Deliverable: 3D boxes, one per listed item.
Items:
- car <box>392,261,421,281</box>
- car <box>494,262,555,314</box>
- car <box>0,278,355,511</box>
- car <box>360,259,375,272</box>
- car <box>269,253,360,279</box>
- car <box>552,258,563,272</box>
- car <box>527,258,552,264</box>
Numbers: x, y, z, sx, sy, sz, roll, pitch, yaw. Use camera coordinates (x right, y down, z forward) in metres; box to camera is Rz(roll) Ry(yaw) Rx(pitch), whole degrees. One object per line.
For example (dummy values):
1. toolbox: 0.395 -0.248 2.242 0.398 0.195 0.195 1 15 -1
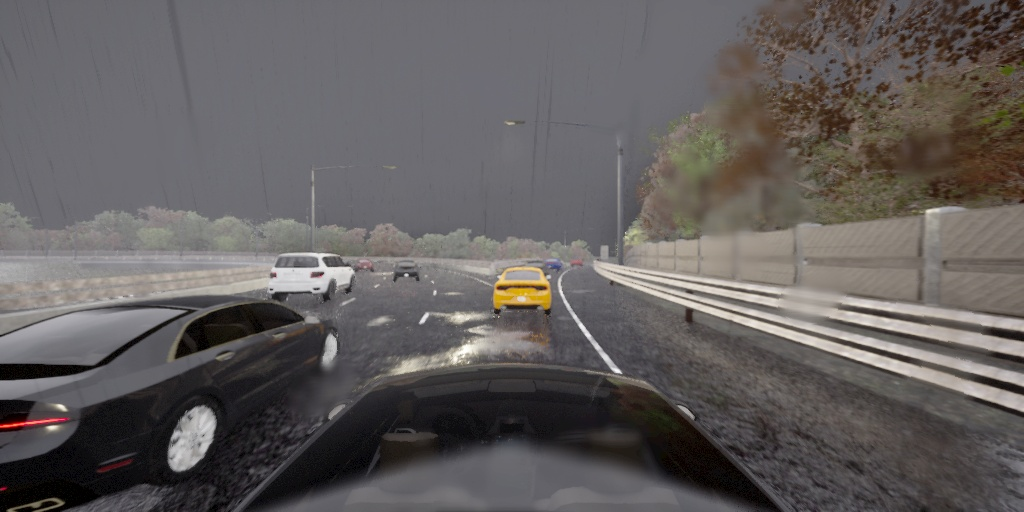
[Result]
1. car: -8.171 1.100 27.855 1.837 1.490 4.892 0 0 -16
2. car: 0.456 1.156 13.513 1.882 1.535 5.008 0 0 4
3. car: -3.862 1.240 4.526 1.837 1.490 4.892 0 0 -4
4. car: -17.045 1.042 41.363 1.812 1.442 4.674 0 0 -25
5. car: -8.908 0.886 16.465 2.150 2.045 5.566 0 0 -10
6. car: 4.841 0.980 41.986 1.882 1.535 5.008 0 0 13
7. car: 1.764 1.106 26.091 1.837 1.490 4.892 0 0 7
